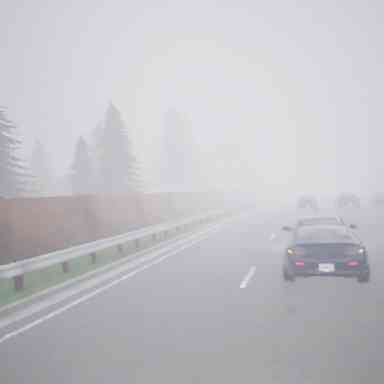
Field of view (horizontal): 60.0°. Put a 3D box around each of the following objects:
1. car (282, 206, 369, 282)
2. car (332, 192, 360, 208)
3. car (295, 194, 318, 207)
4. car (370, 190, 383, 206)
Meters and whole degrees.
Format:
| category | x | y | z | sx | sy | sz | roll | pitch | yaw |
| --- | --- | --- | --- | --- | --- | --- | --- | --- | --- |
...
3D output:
| category | x | y | z | sx | sy | sz | roll | pitch | yaw |
| --- | --- | --- | --- | --- | --- | --- | --- | --- | --- |
| car | 3.486 | 1.358 | 9.063 | 1.812 | 1.442 | 4.674 | -4 | 0 | 18 |
| car | 14.460 | 0.765 | 31.251 | 1.837 | 1.490 | 4.892 | -4 | 0 | 18 |
| car | 11.053 | 0.999 | 32.070 | 1.837 | 1.490 | 4.892 | -4 | 0 | 18 |
| car | 18.204 | 0.535 | 31.452 | 1.812 | 1.442 | 4.674 | -4 | 0 | 18 |
